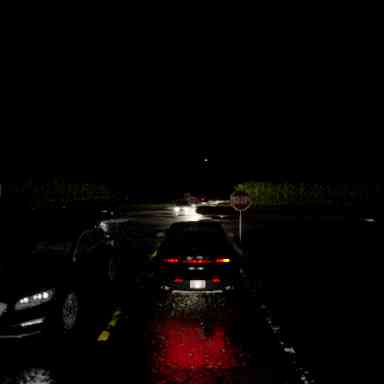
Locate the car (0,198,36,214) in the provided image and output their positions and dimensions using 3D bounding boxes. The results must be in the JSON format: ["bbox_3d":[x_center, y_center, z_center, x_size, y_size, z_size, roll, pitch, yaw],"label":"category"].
[{"bbox_3d":[-18.158,1.383,33.143,4.902,1.511,2.128,0,0,2],"label":"car"}]

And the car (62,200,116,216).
[{"bbox_3d":[-8.533,1.451,27.542,4.892,1.490,1.837,0,-2,26],"label":"car"}]

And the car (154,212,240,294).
[{"bbox_3d":[0.097,1.506,8.800,1.837,1.490,4.892,0,0,0],"label":"car"}]

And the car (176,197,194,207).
[{"bbox_3d":[-1.261,1.622,51.588,1.895,1.301,4.718,0,0,6],"label":"car"}]

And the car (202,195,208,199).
[{"bbox_3d":[2.102,1.405,71.568,2.097,1.767,4.553,0,0,12],"label":"car"}]

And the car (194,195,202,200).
[{"bbox_3d":[0.129,1.595,61.478,1.994,1.385,4.181,0,0,9],"label":"car"}]

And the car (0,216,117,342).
[{"bbox_3d":[-2.861,1.492,6.839,2.128,1.511,4.902,0,0,0],"label":"car"}]

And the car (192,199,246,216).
[{"bbox_3d":[2.682,1.634,31.857,4.718,1.301,1.895,0,0,4],"label":"car"}]

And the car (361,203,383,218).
[{"bbox_3d":[18.282,1.609,30.568,5.008,1.535,1.882,1,0,5],"label":"car"}]
